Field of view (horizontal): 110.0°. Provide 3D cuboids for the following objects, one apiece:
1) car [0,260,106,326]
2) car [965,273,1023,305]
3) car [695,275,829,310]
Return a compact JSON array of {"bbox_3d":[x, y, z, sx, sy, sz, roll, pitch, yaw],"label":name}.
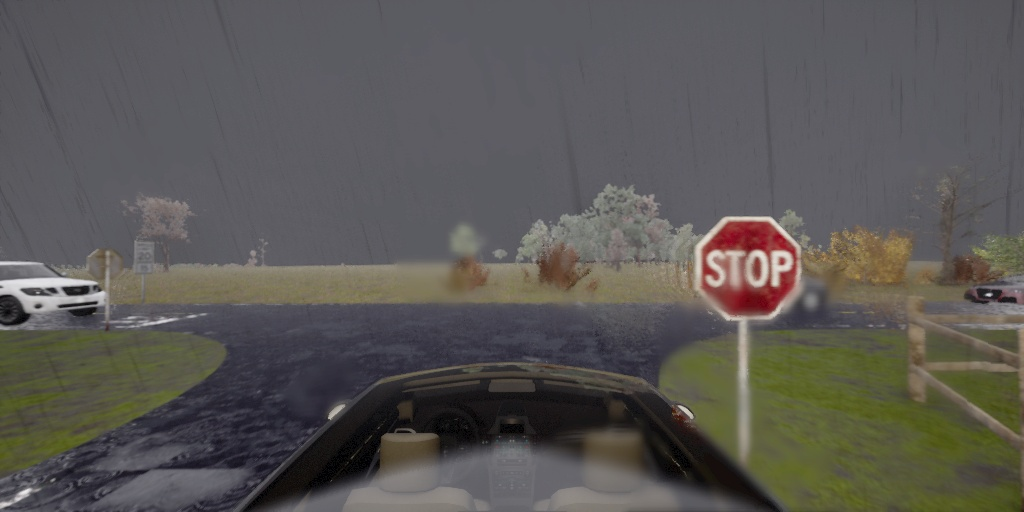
[{"bbox_3d":[-17.428,1.162,12.210,5.566,2.045,2.150,0,-1,0],"label":"car"},{"bbox_3d":[21.659,1.416,14.781,4.181,1.385,1.994,0,-1,1],"label":"car"},{"bbox_3d":[10.239,1.390,14.895,4.892,1.490,1.837,0,-1,1],"label":"car"}]
